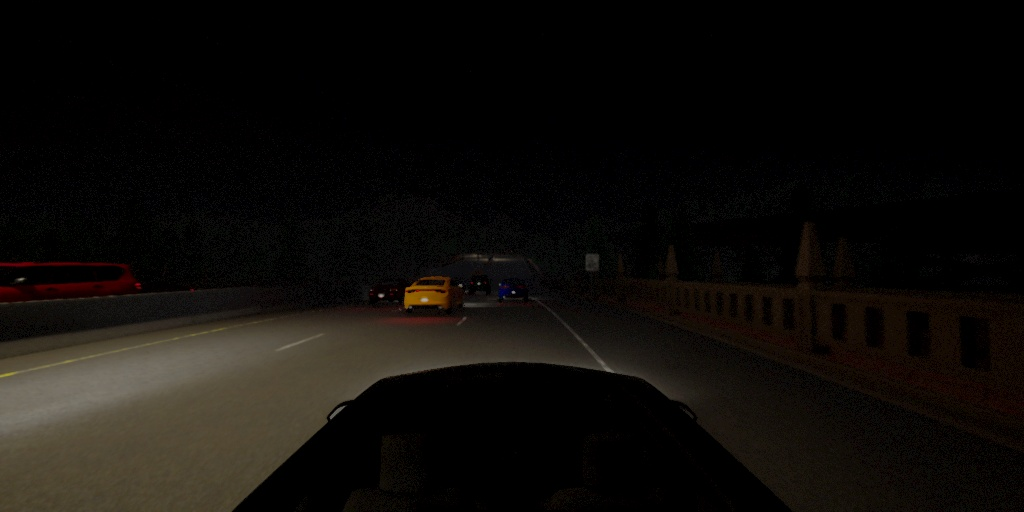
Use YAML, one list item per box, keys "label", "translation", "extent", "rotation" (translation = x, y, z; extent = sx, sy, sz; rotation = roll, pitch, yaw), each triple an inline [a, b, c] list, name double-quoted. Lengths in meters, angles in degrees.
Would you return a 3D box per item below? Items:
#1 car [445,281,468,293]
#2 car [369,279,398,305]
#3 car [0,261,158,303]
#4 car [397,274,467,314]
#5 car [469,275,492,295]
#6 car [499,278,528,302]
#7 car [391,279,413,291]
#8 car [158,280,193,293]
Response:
- label: "car"
  translation: [-6.908, 3.886, 45.477]
  extent: [2.128, 1.511, 4.902]
  rotation: [0, -4, 0]
- label: "car"
  translation: [-6.904, 2.085, 21.230]
  extent: [1.812, 1.442, 4.674]
  rotation: [0, -4, 0]
- label: "car"
  translation: [-14.101, 1.158, 10.274]
  extent: [2.150, 2.045, 5.566]
  rotation: [0, -2, 0]
- label: "car"
  translation: [-3.403, 1.708, 16.444]
  extent: [1.882, 1.535, 5.008]
  rotation: [0, -4, 0]
- label: "car"
  translation: [-3.407, 3.164, 39.495]
  extent: [2.150, 2.045, 5.566]
  rotation: [0, -4, 0]
- label: "car"
  translation: [0.095, 2.329, 25.047]
  extent: [1.882, 1.535, 5.008]
  rotation: [0, -4, 0]
- label: "car"
  translation: [-17.555, 4.667, 57.683]
  extent: [2.097, 1.767, 4.553]
  rotation: [0, -4, 0]
- label: "car"
  translation: [-17.600, 1.842, 17.079]
  extent: [1.994, 1.385, 4.181]
  rotation: [0, -4, 0]
